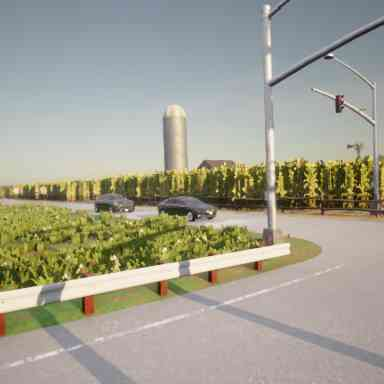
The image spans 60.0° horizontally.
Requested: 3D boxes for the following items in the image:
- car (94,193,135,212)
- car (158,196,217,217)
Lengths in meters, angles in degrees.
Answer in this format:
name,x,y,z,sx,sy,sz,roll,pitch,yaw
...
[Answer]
name,x,y,z,sx,sy,sz,roll,pitch,yaw
car,-7.055,0.964,30.062,2.097,1.767,4.553,-4,2,-40
car,-0.413,1.077,22.249,1.837,1.490,4.892,-4,2,-40
